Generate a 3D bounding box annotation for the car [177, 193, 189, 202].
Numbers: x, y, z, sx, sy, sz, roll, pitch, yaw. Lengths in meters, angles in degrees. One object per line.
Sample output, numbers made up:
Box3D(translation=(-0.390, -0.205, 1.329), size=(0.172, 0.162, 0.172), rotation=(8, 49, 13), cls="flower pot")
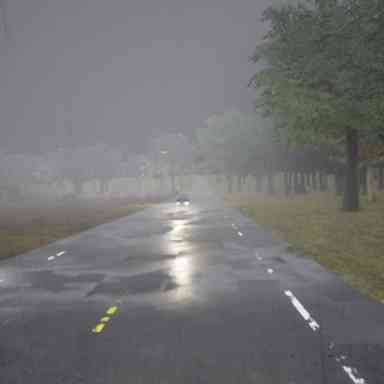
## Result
Box3D(translation=(-1.548, 0.927, 56.449), size=(1.837, 1.490, 4.892), rotation=(-2, 1, 2), cls="car")
